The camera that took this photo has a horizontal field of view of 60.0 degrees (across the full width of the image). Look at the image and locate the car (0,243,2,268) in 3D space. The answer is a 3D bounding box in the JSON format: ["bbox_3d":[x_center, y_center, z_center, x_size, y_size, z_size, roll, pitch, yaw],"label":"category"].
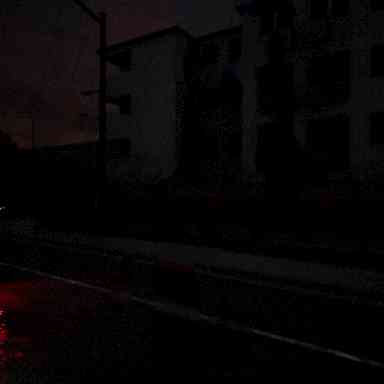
[{"bbox_3d":[-6.872,1.403,8.734,4.892,1.490,1.837,0,0,35],"label":"car"}]

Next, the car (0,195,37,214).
[{"bbox_3d":[-13.920,1.015,28.478,1.837,1.490,4.892,1,1,31],"label":"car"}]
